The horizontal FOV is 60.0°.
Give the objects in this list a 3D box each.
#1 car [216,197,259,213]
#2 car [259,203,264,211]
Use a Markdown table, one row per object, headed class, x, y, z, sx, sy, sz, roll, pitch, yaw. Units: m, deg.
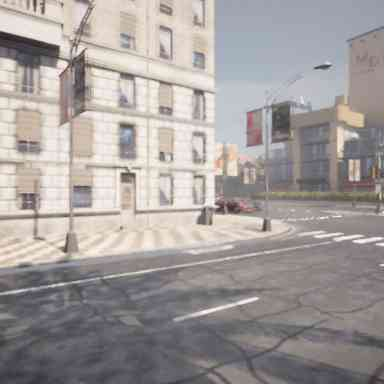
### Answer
| class | x | y | z | sx | sy | sz | roll | pitch | yaw |
| --- | --- | --- | --- | --- | --- | --- | --- | --- | --- |
| car | 4.629 | 1.316 | 36.193 | 2.097 | 1.767 | 4.553 | 0 | 0 | -36 |
| car | 6.418 | 1.463 | 39.699 | 1.837 | 1.490 | 4.892 | 0 | 0 | -35 |
